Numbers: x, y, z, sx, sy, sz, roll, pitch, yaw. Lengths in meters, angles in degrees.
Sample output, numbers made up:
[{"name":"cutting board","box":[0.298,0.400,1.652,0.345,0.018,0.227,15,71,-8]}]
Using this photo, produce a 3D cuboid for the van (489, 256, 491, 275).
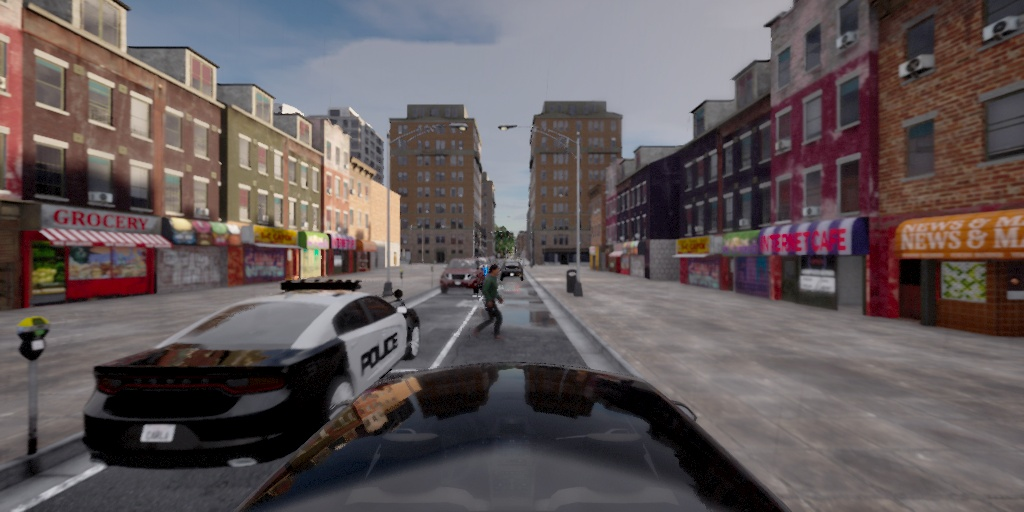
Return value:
[{"name":"van","box":[-2.696,1.026,25.790,1.690,1.789,3.998,0,0,0]}]

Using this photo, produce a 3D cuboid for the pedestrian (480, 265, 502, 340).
[{"name":"pedestrian","box":[-0.493,1.022,8.391,0.375,1.860,0.375,0,0,0]}]

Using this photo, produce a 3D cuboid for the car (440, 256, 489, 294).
[{"name":"car","box":[-2.682,1.012,20.177,2.192,1.841,5.009,0,0,0]}]

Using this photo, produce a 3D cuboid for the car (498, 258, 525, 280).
[{"name":"car","box":[0.005,1.182,30.029,1.837,1.490,4.892,0,0,0]}]

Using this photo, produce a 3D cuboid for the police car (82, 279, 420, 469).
[{"name":"police car","box":[-2.757,1.163,5.373,1.930,1.638,5.238,0,0,0]}]

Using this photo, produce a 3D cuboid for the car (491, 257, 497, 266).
[{"name":"car","box":[-2.711,0.990,31.404,2.192,1.841,5.009,0,0,0]}]
